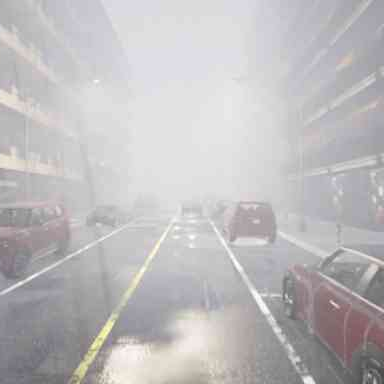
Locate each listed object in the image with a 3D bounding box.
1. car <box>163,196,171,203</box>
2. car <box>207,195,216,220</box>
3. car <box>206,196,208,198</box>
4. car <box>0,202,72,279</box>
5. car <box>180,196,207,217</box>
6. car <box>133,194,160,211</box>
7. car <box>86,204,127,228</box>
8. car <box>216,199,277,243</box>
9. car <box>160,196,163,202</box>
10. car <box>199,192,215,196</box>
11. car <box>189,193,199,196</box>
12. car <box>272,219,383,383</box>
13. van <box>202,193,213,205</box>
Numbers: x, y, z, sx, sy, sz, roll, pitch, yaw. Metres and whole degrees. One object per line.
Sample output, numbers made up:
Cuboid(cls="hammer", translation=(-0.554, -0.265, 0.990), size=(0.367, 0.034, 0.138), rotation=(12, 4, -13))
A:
Cuboid(cls="car", translation=(-5.341, 1.340, 59.840), size=(1.802, 1.307, 4.206), rotation=(1, 0, 0))
Cuboid(cls="car", translation=(2.533, 1.306, 26.602), size=(1.967, 1.590, 4.097), rotation=(1, 0, 0))
Cuboid(cls="car", translation=(2.522, 1.404, 37.666), size=(1.802, 1.307, 4.206), rotation=(1, 0, 0))
Cuboid(cls="car", translation=(-5.298, 1.260, 10.062), size=(2.192, 1.841, 5.009), rotation=(1, 0, 0))
Cuboid(cls="car", translation=(-0.019, 1.363, 29.651), size=(2.128, 1.511, 4.902), rotation=(0, 0, 0))
Cuboid(cls="car", translation=(-5.318, 1.136, 37.714), size=(2.192, 1.841, 5.009), rotation=(1, 0, 0))
Cuboid(cls="car", translation=(-5.312, 1.455, 21.126), size=(1.947, 1.339, 4.313), rotation=(1, 0, 0))
Cuboid(cls="car", translation=(2.544, 1.232, 15.539), size=(2.192, 1.841, 5.009), rotation=(1, 0, 0))
Cuboid(cls="car", translation=(-5.328, 1.347, 43.246), size=(1.887, 1.381, 4.507), rotation=(1, 0, 0))
Cuboid(cls="car", translation=(2.519, 1.102, 48.727), size=(2.192, 1.841, 5.009), rotation=(1, 0, 0))
Cuboid(cls="car", translation=(-0.041, 1.295, 59.992), size=(1.812, 1.442, 4.674), rotation=(0, 0, 0))
Cuboid(cls="car", translation=(2.591, 1.415, 4.478), size=(1.967, 1.590, 4.097), rotation=(1, 0, 0))
Cuboid(cls="van", translation=(2.515, 1.113, 54.259), size=(1.690, 1.788, 3.998), rotation=(1, 0, 0))
